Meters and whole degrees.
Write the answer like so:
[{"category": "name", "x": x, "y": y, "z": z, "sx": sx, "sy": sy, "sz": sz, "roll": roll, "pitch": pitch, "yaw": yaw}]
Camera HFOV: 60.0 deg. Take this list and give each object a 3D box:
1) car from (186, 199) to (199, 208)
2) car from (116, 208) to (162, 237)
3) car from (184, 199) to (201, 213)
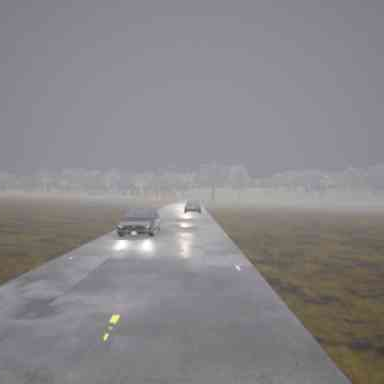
[{"category": "car", "x": 0.106, "y": 1.845, "z": 54.994, "sx": 2.033, "sy": 1.411, "sz": 5.357, "roll": 0, "pitch": -1, "yaw": -1}, {"category": "car", "x": -2.762, "y": 1.588, "z": 18.515, "sx": 2.033, "sy": 1.411, "sz": 5.357, "roll": 0, "pitch": 0, "yaw": 0}, {"category": "car", "x": 0.088, "y": 1.723, "z": 38.996, "sx": 1.994, "sy": 1.385, "sz": 4.181, "roll": 0, "pitch": 0, "yaw": 1}]
